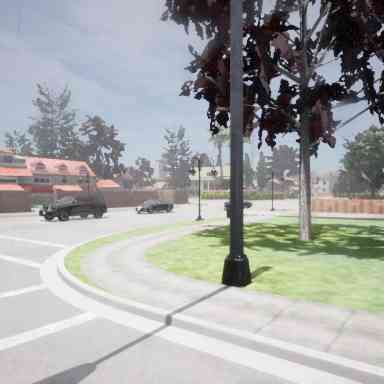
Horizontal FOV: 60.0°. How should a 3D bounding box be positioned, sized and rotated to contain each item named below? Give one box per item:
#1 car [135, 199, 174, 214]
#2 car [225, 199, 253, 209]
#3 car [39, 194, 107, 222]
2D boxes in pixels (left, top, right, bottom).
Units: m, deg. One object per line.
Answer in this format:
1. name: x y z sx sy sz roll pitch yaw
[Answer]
1. car: -3.952 1.491 35.450 2.128 1.511 4.902 0 0 34
2. car: 6.241 1.547 43.957 2.033 1.411 5.357 0 0 34
3. car: -9.524 1.222 27.226 2.150 2.045 5.566 0 0 34
